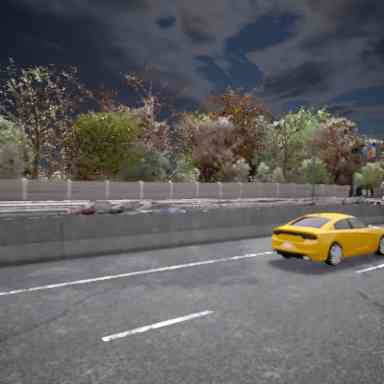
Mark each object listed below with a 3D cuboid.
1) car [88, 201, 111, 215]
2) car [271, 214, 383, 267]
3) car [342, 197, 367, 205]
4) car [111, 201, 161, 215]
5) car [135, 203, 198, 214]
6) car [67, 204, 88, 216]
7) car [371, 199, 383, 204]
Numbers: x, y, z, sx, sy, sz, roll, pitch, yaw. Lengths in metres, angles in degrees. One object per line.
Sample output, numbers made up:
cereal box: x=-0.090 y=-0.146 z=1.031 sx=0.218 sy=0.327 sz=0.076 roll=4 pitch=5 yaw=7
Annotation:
car: x=-5.157 y=1.487 z=26.112 sx=5.008 sy=1.535 sz=1.882 roll=0 pitch=0 yaw=-36
car: x=4.934 y=1.488 z=11.569 sx=5.008 sy=1.535 sz=1.882 roll=0 pitch=0 yaw=-36
car: x=25.599 y=1.574 z=52.304 sx=4.892 sy=1.490 sz=1.837 roll=0 pitch=0 yaw=-35
car: x=-2.852 y=1.515 z=23.457 sx=4.892 sy=1.490 sz=1.837 roll=0 pitch=0 yaw=-36
car: x=-0.999 y=1.574 z=20.479 sx=4.181 sy=1.385 sz=1.994 roll=0 pitch=0 yaw=-35
car: x=-8.141 y=1.534 z=28.274 sx=4.674 sy=1.442 sz=1.812 roll=0 pitch=0 yaw=-36
car: x=29.163 y=1.675 z=50.538 sx=4.718 sy=1.301 sz=1.895 roll=0 pitch=0 yaw=-35
